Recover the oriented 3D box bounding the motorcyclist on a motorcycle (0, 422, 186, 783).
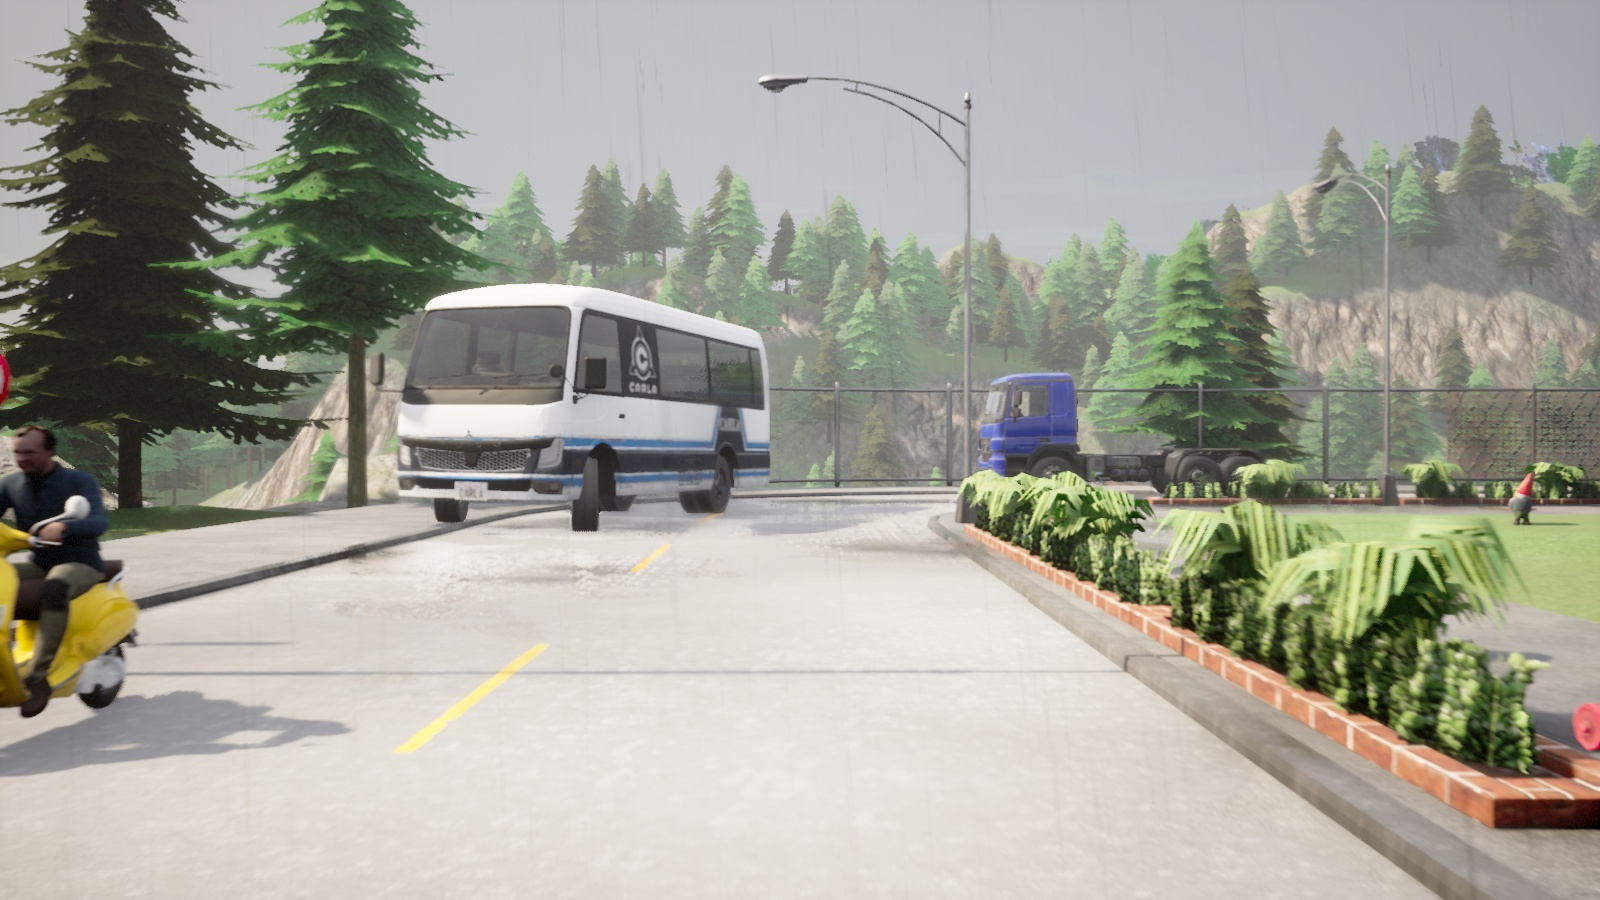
[{"bbox_3d":[-3.949,0.661,6.268,0.866,1.590,1.817,0,1,0],"label":"motorcyclist on a motorcycle"}]

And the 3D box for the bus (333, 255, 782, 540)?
[{"bbox_3d":[-3.916,-0.793,24.223,3.944,4.253,10.273,1,0,18],"label":"bus"}]

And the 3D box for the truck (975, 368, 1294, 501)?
[{"bbox_3d":[8.928,-0.421,34.228,7.936,3.462,2.891,0,0,0],"label":"truck"}]
